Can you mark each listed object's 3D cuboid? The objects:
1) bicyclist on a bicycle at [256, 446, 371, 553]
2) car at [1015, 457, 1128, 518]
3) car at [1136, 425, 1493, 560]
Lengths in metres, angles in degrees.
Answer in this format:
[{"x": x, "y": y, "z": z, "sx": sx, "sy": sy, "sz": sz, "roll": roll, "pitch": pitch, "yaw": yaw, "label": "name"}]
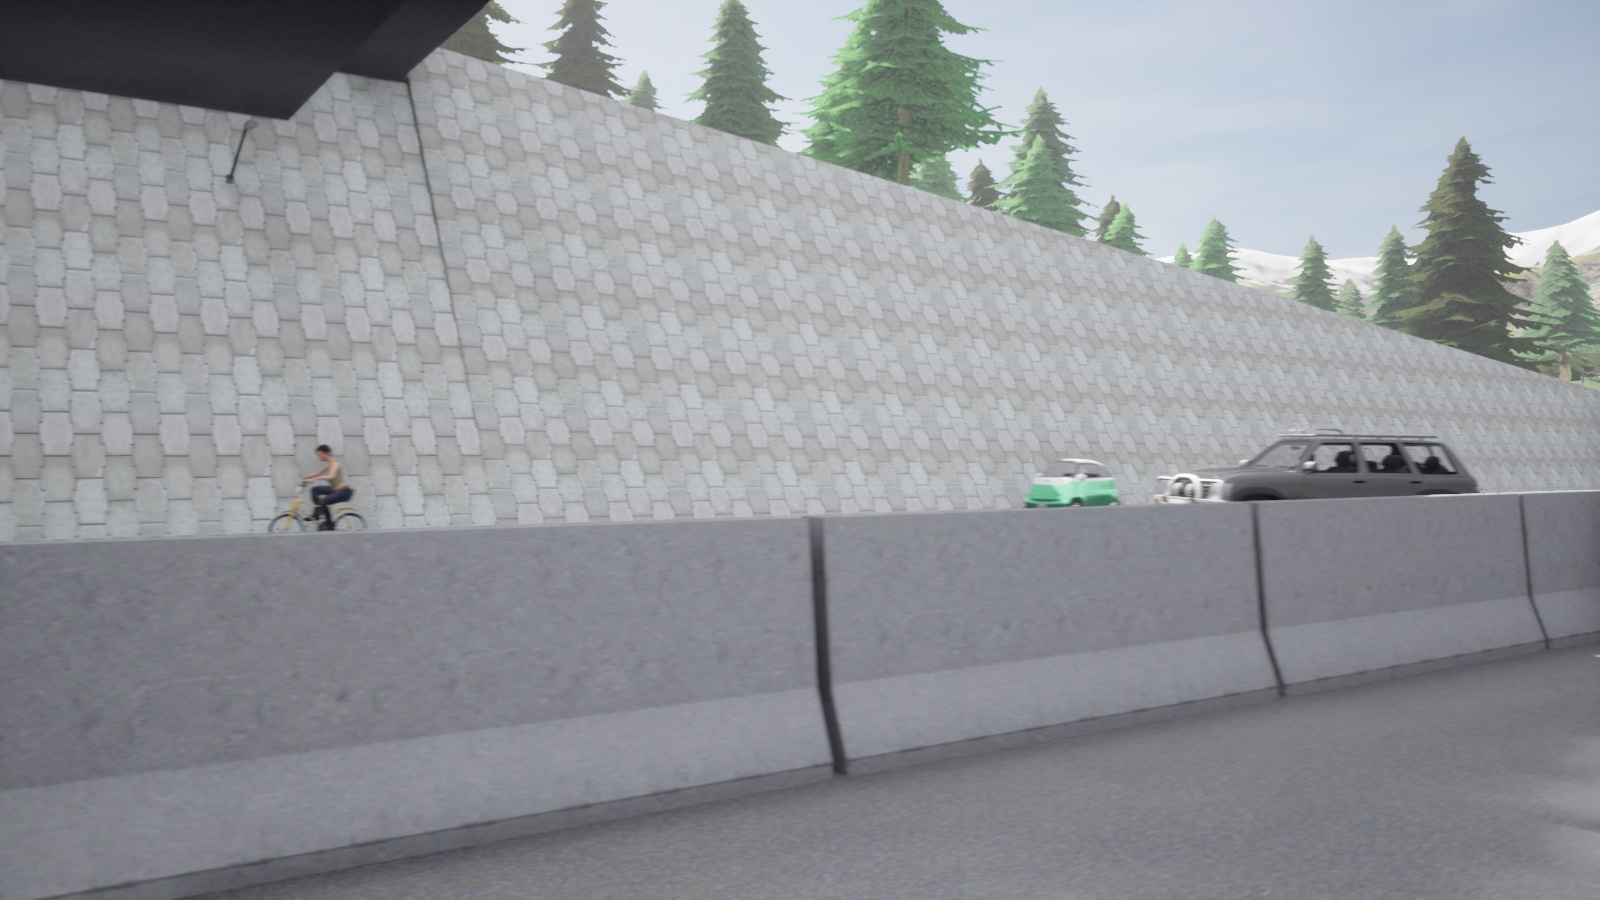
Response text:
[{"x": -7.619, "y": 0.746, "z": 19.671, "sx": 1.509, "sy": 1.612, "sz": 0.866, "roll": 0, "pitch": 0, "yaw": -35, "label": "bicyclist on a bicycle"}, {"x": 6.364, "y": 0.858, "z": 29.409, "sx": 2.207, "sy": 1.376, "sz": 1.481, "roll": 1, "pitch": 0, "yaw": -35, "label": "car"}, {"x": 7.579, "y": 0.594, "z": 18.666, "sx": 4.605, "sy": 1.855, "sz": 1.932, "roll": 1, "pitch": 0, "yaw": -12, "label": "car"}]
